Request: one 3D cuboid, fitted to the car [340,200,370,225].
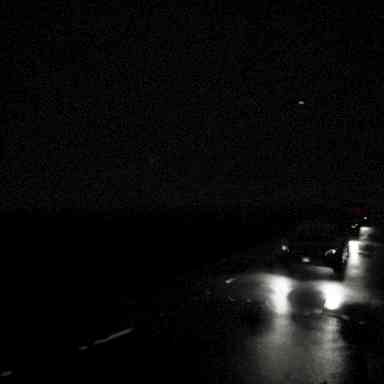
[{"bbox_3d":[14.687,1.741,29.898,2.150,2.045,5.566,0,-1,30],"label":"car"}]

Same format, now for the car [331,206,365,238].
[{"bbox_3d":[9.420,1.876,20.559,1.837,1.490,4.892,0,-1,29],"label":"car"}]

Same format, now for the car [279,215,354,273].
[{"bbox_3d":[4.473,1.742,11.769,1.812,1.442,4.674,0,-1,29],"label":"car"}]
